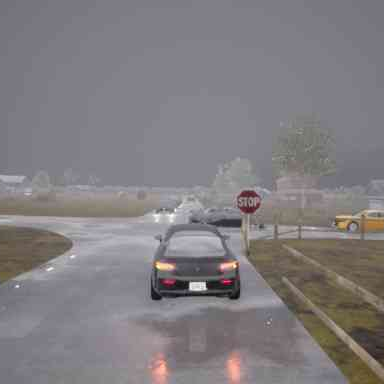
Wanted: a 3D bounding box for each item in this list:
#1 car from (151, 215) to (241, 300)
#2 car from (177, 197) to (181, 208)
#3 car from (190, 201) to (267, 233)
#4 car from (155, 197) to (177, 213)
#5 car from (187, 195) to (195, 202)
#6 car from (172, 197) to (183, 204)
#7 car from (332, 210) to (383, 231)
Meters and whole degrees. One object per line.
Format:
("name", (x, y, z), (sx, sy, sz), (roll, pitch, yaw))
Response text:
("car", (0.027, 1.527, 8.265), (1.812, 1.442, 4.674), (0, 0, -2))
("car", (-2.955, 1.590, 47.103), (1.994, 1.385, 4.181), (0, 0, 0))
("car", (2.199, 1.626, 20.648), (4.902, 1.511, 2.128), (2, 0, 0))
("car", (-2.939, 1.524, 37.139), (1.837, 1.490, 4.892), (0, 0, 0))
("car", (-0.192, 1.552, 78.464), (1.882, 1.535, 5.008), (0, 0, 0))
("car", (-2.933, 1.657, 67.515), (1.895, 1.301, 4.718), (0, 0, 0))
("car", (12.558, 2.027, 23.588), (5.008, 1.535, 1.882), (2, 0, -2))
